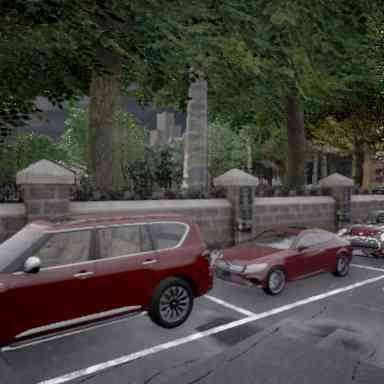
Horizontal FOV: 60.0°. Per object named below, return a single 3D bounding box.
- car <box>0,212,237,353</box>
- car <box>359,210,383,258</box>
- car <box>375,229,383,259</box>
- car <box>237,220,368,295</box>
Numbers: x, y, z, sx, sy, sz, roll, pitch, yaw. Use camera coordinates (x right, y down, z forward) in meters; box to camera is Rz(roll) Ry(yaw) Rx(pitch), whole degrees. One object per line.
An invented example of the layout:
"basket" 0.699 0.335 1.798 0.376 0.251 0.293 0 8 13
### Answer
"car" -1.926 1.307 5.389 5.009 1.841 2.192 0 0 -35
"car" 6.880 1.371 11.669 4.097 1.590 1.967 0 0 -35
"car" 6.659 1.544 8.047 4.718 1.301 1.895 0 0 -35
"car" 2.478 1.543 8.530 4.206 1.307 1.802 0 0 -35
